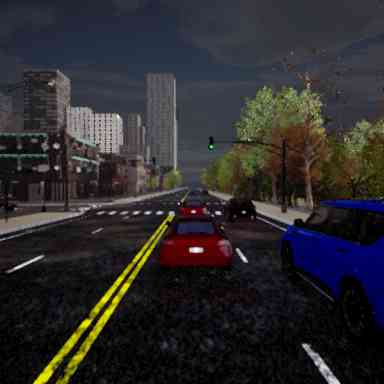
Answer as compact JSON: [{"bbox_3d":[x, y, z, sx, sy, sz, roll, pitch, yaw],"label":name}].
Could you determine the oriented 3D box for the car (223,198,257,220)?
[{"bbox_3d":[3.370,1.132,24.043,1.882,1.535,5.008,0,1,0],"label":"car"}]

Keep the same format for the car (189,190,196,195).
[{"bbox_3d":[0.070,0.021,94.343,1.994,1.385,4.181,0,1,0],"label":"car"}]

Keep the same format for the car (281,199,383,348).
[{"bbox_3d":[3.355,1.132,6.251,2.150,2.045,5.566,0,1,0],"label":"car"}]

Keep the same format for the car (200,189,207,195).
[{"bbox_3d":[3.320,-0.008,94.340,1.812,1.442,4.674,0,1,0],"label":"car"}]

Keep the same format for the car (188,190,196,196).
[{"bbox_3d":[0.062,0.320,83.926,2.033,1.411,5.357,0,1,0],"label":"car"}]

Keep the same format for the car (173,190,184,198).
[{"bbox_3d":[-3.194,0.477,72.684,2.128,1.511,4.902,0,1,0],"label":"car"}]

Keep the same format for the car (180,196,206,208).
[{"bbox_3d":[0.077,1.225,23.597,1.994,1.385,4.181,0,1,-1],"label":"car"}]

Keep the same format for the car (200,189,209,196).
[{"bbox_3d":[3.312,0.280,83.924,1.837,1.490,4.892,0,1,0],"label":"car"}]

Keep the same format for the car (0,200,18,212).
[{"bbox_3d":[-19.929,1.338,33.517,4.313,1.339,1.947,-1,2,0],"label":"car"}]

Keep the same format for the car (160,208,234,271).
[{"bbox_3d":[0.108,1.413,10.423,1.994,1.385,4.181,0,1,0],"label":"car"}]

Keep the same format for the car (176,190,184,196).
[{"bbox_3d":[-3.182,0.210,88.323,1.837,1.490,4.892,0,1,0],"label":"car"}]
